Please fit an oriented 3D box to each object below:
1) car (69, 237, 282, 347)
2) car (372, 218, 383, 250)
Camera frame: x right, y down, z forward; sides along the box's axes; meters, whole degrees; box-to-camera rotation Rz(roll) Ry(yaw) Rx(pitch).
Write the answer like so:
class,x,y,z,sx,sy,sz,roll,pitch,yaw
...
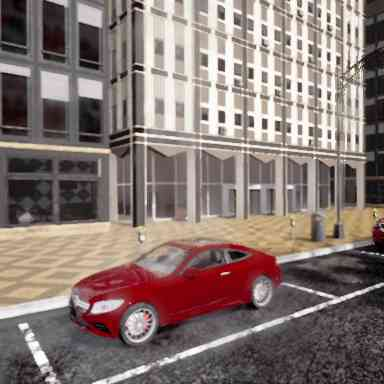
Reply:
class,x,y,z,sx,sy,sz,roll,pitch,yaw
car,-0.074,1.558,6.229,4.206,1.307,1.802,0,0,-36
car,8.927,1.213,12.711,5.009,1.841,2.192,-1,0,-36
